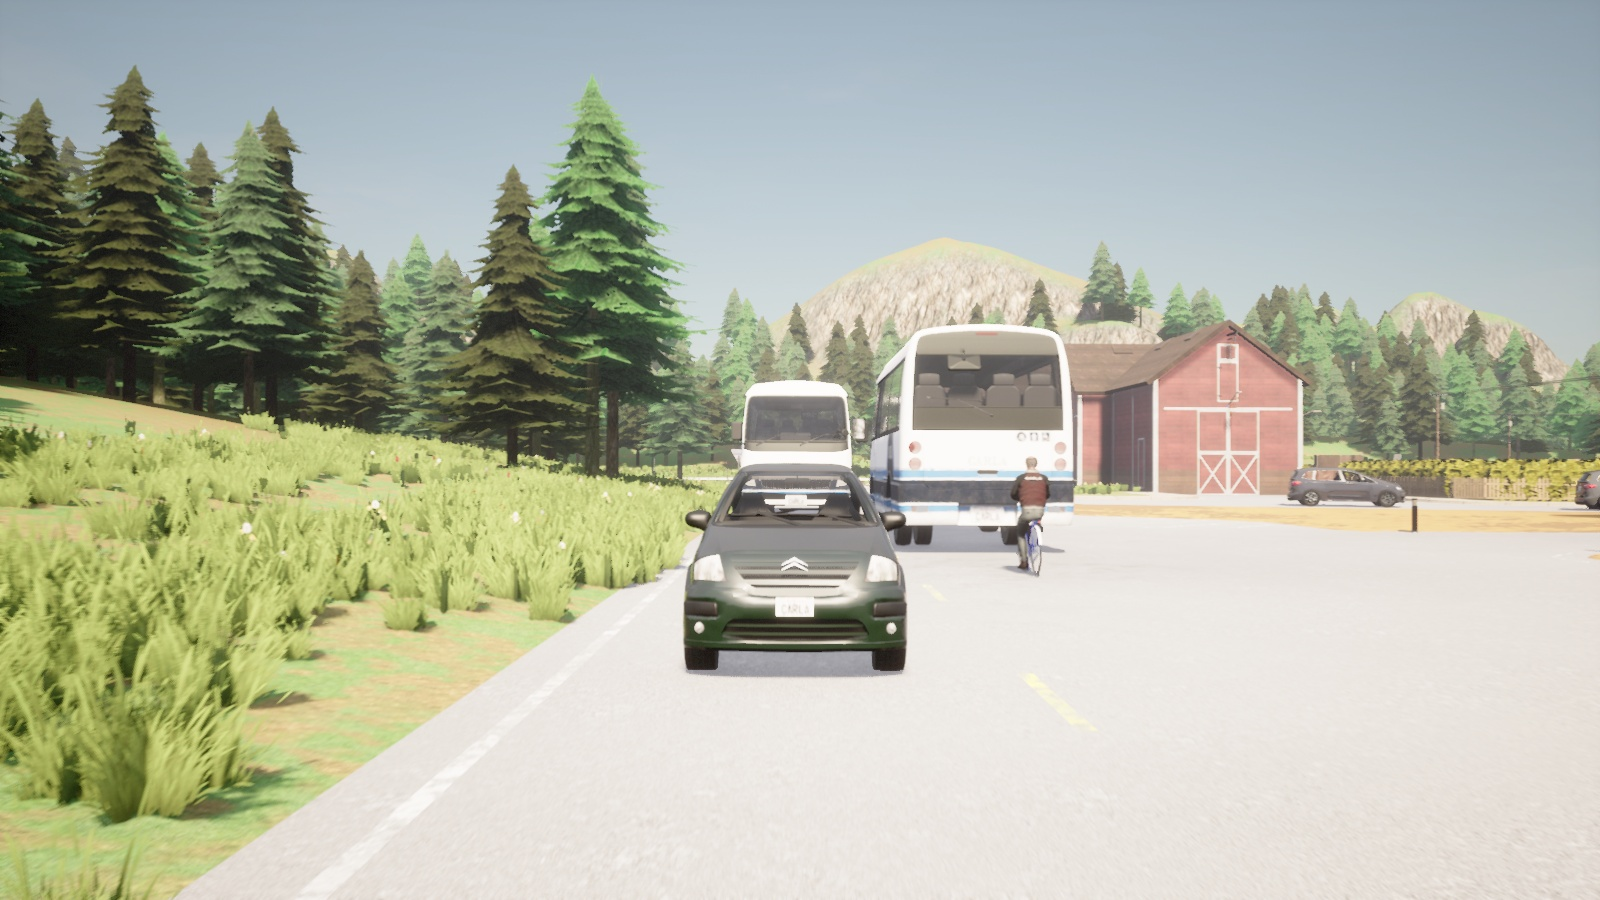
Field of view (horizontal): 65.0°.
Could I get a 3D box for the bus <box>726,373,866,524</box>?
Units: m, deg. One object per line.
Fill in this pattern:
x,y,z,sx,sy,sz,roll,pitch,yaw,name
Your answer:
-0.106,0.040,40.616,3.944,4.253,10.273,0,-1,0,bus

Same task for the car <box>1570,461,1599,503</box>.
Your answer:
33.563,1.260,49.944,4.611,1.667,2.242,0,-1,19,car

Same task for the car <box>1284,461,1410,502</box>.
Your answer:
23.099,1.302,53.245,4.611,1.667,2.242,0,-1,16,car

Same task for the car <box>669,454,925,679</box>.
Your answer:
-0.028,0.875,11.074,1.851,1.617,3.988,0,-1,0,car

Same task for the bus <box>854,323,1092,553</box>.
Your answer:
3.425,-0.155,28.438,3.944,4.253,10.273,0,-1,0,bus

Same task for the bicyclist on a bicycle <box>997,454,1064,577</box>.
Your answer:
3.453,0.951,18.959,0.659,1.776,1.843,0,-1,0,bicyclist on a bicycle
